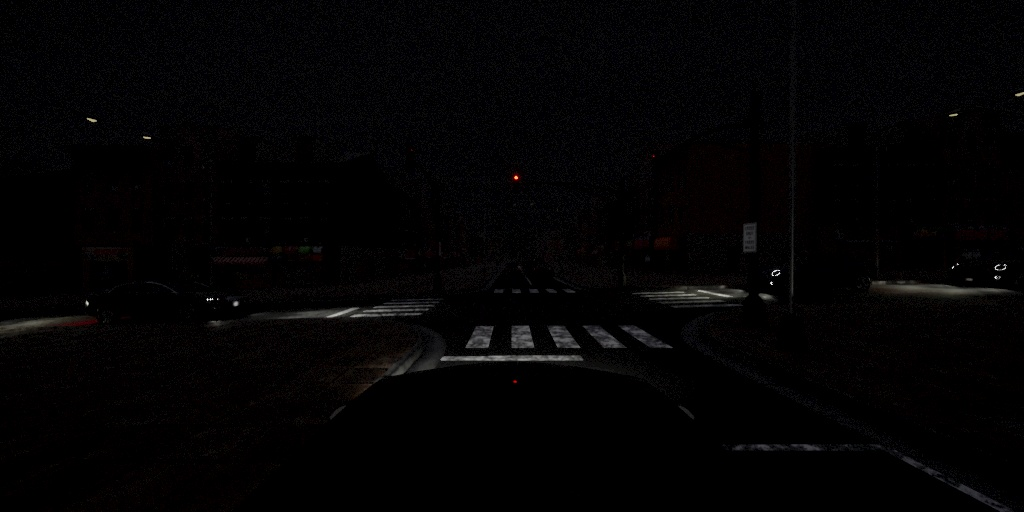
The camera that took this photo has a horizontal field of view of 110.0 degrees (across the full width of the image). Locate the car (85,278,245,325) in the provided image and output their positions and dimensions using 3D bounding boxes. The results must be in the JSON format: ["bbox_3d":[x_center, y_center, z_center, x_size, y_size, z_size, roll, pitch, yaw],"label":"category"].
[{"bbox_3d":[-12.725,1.591,13.325,4.902,1.511,2.128,-2,0,0],"label":"car"}]

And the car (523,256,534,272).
[{"bbox_3d":[2.631,1.113,38.560,2.192,1.841,5.009,0,0,0],"label":"car"}]

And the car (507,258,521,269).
[{"bbox_3d":[0.089,1.347,61.754,1.882,1.535,5.008,0,0,0],"label":"car"}]

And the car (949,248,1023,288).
[{"bbox_3d":[23.076,0.434,16.346,4.553,1.767,2.097,-1,0,0],"label":"car"}]

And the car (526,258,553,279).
[{"bbox_3d":[2.632,1.225,33.158,1.967,1.591,4.097,0,0,0],"label":"car"}]

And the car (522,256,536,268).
[{"bbox_3d":[2.971,1.107,64.391,2.150,2.045,5.566,0,0,0],"label":"car"}]

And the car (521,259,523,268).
[{"bbox_3d":[2.630,1.127,43.962,2.192,1.841,5.009,0,0,0],"label":"car"}]

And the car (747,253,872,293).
[{"bbox_3d":[13.358,0.686,16.349,4.553,1.767,2.097,-1,0,1],"label":"car"}]
